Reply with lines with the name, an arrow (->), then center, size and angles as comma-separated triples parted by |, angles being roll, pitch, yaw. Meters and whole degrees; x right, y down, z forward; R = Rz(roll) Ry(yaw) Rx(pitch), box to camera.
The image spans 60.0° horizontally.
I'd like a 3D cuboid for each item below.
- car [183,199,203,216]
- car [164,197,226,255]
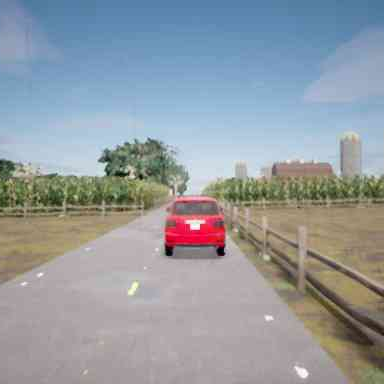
car -> 0.105, 1.505, 34.192 | 1.837, 1.490, 4.892 | 0, 0, 0
car -> 0.103, 1.226, 13.554 | 2.150, 2.045, 5.566 | 0, 0, 0
